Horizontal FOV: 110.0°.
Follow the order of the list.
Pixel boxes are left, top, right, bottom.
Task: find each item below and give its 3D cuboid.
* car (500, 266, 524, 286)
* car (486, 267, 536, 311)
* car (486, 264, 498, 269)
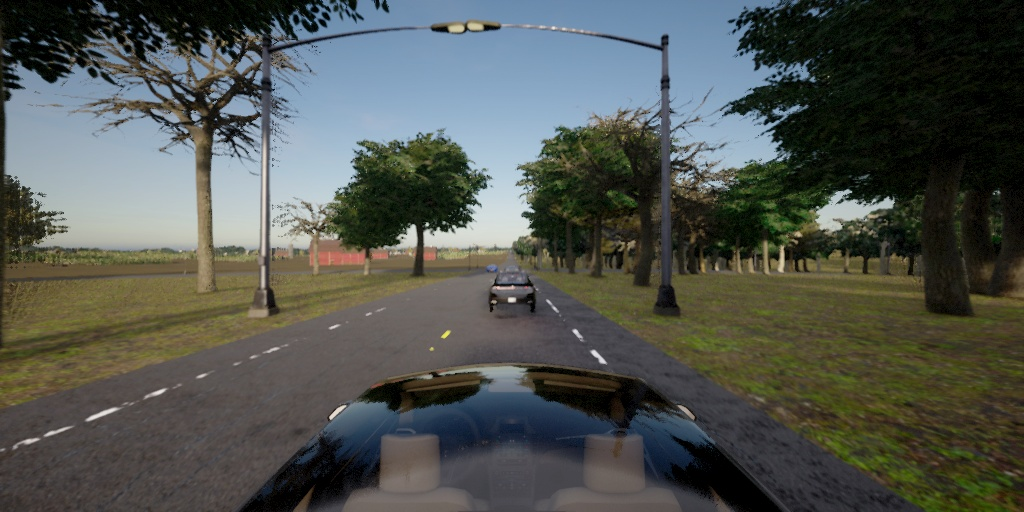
[{"bbox_3d":[0.022,1.636,30.387,1.837,1.490,4.892,0,0,1],"label":"car"},{"bbox_3d":[0.023,1.407,15.388,2.128,1.511,4.902,0,-1,1],"label":"car"},{"bbox_3d":[-3.547,2.195,63.772,1.882,1.535,5.008,0,-1,1],"label":"car"}]
